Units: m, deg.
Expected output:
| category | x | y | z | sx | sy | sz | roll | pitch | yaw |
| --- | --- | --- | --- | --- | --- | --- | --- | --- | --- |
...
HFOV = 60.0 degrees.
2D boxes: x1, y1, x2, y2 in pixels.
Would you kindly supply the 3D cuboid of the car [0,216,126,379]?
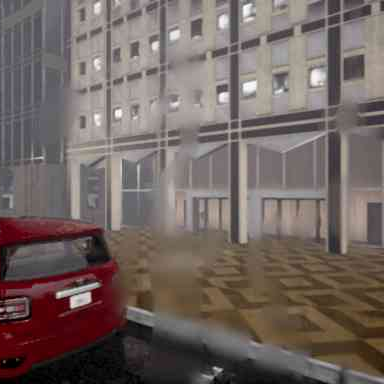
| category | x | y | z | sx | sy | sz | roll | pitch | yaw |
| --- | --- | --- | --- | --- | --- | --- | --- | --- | --- |
| car | -3.210 | 1.302 | 5.166 | 5.009 | 1.841 | 2.192 | 0 | 0 | 35 |
